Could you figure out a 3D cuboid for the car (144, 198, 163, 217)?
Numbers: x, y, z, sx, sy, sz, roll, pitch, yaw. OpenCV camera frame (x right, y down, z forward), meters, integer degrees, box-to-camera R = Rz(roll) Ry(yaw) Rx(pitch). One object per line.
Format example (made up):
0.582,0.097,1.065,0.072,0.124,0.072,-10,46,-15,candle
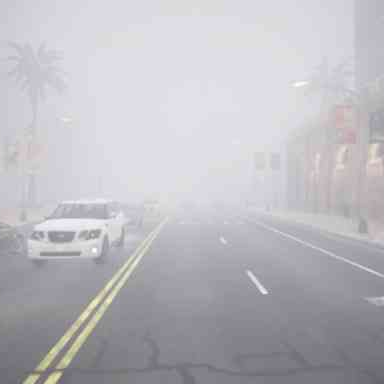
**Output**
-4.004,1.423,32.416,2.097,1.767,4.553,0,0,0,car

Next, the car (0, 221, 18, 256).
-7.286,1.607,10.889,1.994,1.385,4.181,0,0,-2,car

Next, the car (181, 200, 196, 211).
-0.462,1.678,42.147,1.895,1.301,4.718,0,0,0,car

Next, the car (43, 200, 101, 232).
-7.442,1.414,21.161,2.097,1.767,4.553,0,0,0,car

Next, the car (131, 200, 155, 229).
-3.948,1.544,22.151,2.128,1.511,4.902,0,0,0,car

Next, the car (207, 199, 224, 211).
3.085,1.593,42.578,1.812,1.442,4.674,0,0,1,car

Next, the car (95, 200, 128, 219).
-7.509,1.559,31.583,1.882,1.535,5.008,0,0,0,car

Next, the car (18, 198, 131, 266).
-3.814,1.256,12.092,2.150,2.045,5.566,0,0,-2,car
